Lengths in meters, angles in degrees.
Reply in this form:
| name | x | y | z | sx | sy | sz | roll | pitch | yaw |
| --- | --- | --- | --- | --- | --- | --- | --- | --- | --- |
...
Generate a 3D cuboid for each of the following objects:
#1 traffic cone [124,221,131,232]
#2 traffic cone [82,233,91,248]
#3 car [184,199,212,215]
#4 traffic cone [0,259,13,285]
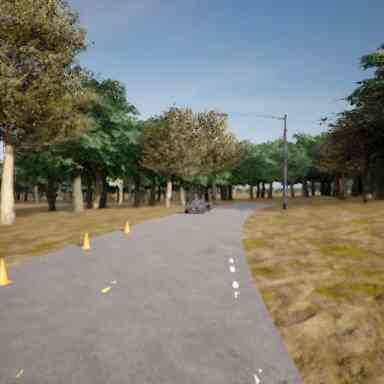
| name | x | y | z | sx | sy | sz | roll | pitch | yaw |
| --- | --- | --- | --- | --- | --- | --- | --- | --- | --- |
| traffic cone | -3.567 | 1.910 | 18.316 | 0.340 | 0.580 | 0.340 | 0 | 0 | 8 |
| traffic cone | -4.208 | 1.928 | 13.255 | 0.340 | 0.580 | 0.340 | 0 | 0 | 6 |
| car | 0.658 | 1.429 | 32.995 | 1.994 | 1.385 | 4.181 | 0 | 0 | 15 |
| traffic cone | -4.656 | 1.939 | 8.173 | 0.340 | 0.580 | 0.340 | 0 | 0 | 4 |
